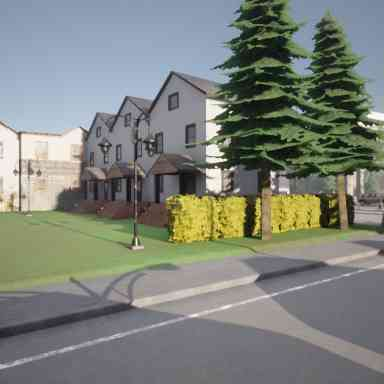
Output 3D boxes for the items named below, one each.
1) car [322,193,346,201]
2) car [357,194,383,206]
[{"bbox_3d":[31.817,1.097,74.527,1.932,1.855,4.605,0,0,-36],"label":"car"},{"bbox_3d":[26.957,1.097,49.072,1.932,1.855,4.605,0,0,-36],"label":"car"}]
